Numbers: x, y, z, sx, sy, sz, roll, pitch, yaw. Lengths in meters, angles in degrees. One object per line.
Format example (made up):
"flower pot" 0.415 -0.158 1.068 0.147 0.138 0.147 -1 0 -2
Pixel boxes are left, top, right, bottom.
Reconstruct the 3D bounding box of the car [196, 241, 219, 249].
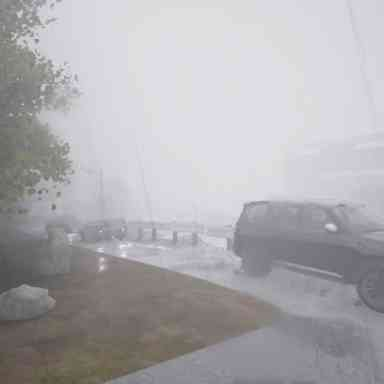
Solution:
"car" 2.677 4.373 21.673 2.435 2.045 5.566 0 1 36

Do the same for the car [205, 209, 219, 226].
"car" 4.175 4.121 50.046 2.435 2.045 5.566 0 0 36

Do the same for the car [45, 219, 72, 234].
"car" -13.626 3.492 33.790 1.837 1.490 4.892 -1 -3 -34

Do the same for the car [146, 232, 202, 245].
"car" -0.647 4.369 26.749 2.435 2.045 5.566 -1 1 36

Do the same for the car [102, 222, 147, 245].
"car" -7.353 4.491 36.802 2.185 1.767 4.553 0 1 36

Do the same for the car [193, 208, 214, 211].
"car" 2.452 5.017 86.272 4.892 1.521 2.231 -1 -2 36

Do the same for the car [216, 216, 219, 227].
"car" 5.810 4.413 47.559 2.002 1.452 4.674 0 0 36

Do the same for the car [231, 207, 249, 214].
"car" 13.619 5.107 93.972 4.553 1.767 2.185 -1 -2 36

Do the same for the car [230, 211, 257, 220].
"car" 10.777 4.939 69.781 5.366 1.575 1.946 1 0 36

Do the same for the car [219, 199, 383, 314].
"car" 3.320 1.207 8.107 2.150 2.045 5.566 -1 0 -33

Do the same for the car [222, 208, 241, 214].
"car" 10.872 5.208 92.016 4.792 1.488 2.163 -1 -2 35

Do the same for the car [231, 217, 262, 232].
"car" 7.456 4.375 45.102 2.231 1.521 4.892 0 0 36

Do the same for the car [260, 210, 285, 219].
"car" 18.116 5.107 74.991 5.008 1.535 2.097 1 0 36

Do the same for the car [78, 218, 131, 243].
"car" -6.113 2.637 22.387 1.895 1.301 4.718 -1 -3 -33

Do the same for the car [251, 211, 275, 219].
"car" 15.614 5.097 73.290 4.674 1.452 2.002 1 0 36

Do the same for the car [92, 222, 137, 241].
"car" -9.054 4.618 39.290 2.231 1.521 4.892 -1 1 36

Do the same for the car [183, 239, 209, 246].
"car" 1.041 4.651 24.240 2.163 1.488 4.792 -1 1 36

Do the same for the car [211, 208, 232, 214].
"car" 7.896 5.123 90.212 5.366 1.575 1.946 -1 -1 36

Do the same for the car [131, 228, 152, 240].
"car" -4.029 4.495 31.728 2.185 1.767 4.553 -1 1 36

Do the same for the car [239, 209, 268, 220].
"car" 13.154 4.750 71.580 5.566 2.045 2.435 1 0 36

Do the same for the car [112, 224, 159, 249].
"car" -5.716 4.494 34.242 2.185 1.767 4.553 -1 1 36
